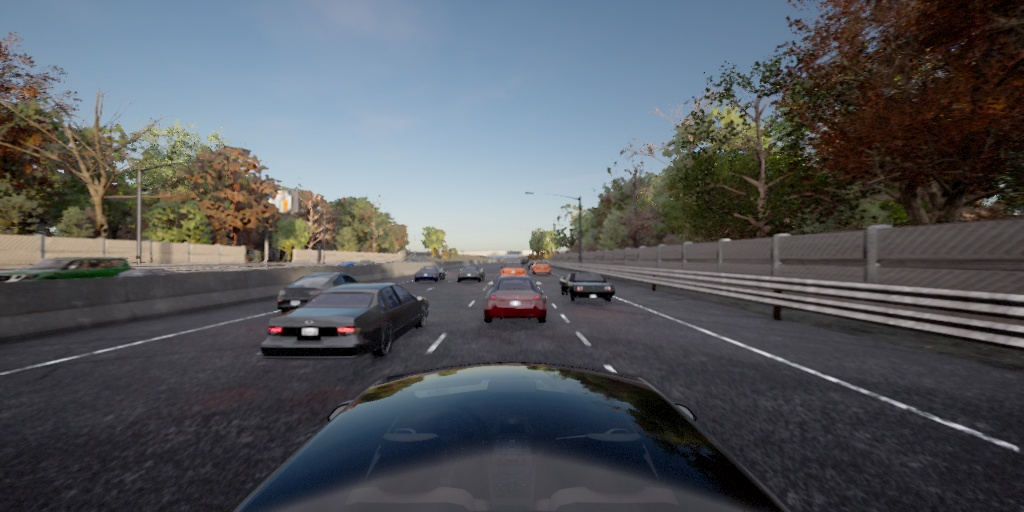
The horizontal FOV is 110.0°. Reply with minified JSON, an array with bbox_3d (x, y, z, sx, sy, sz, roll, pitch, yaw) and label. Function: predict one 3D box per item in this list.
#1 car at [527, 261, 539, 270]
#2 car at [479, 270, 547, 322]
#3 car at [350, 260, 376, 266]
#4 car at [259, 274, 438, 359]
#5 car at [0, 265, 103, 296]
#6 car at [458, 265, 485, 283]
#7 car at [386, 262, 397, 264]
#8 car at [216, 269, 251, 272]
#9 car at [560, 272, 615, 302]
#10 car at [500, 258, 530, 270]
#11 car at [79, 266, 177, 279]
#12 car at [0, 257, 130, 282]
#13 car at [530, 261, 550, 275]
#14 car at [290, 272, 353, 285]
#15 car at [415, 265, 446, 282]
[{"bbox_3d":[3.500,1.601,60.238,1.837,1.490,4.892,0,0,0],"label":"car"},{"bbox_3d":[0.100,1.376,12.583,1.994,1.385,4.181,0,0,0],"label":"car"},{"bbox_3d":[-24.528,1.450,59.895,2.097,1.767,4.553,0,0,1],"label":"car"},{"bbox_3d":[-3.401,1.336,8.542,2.033,1.411,5.357,0,0,0],"label":"car"},{"bbox_3d":[-28.097,1.353,21.267,2.128,1.511,4.902,0,0,0],"label":"car"},{"bbox_3d":[-3.396,1.480,30.447,1.994,1.385,4.181,0,0,0],"label":"car"},{"bbox_3d":[-21.013,1.710,61.676,1.895,1.301,4.718,0,0,0],"label":"car"},{"bbox_3d":[-17.599,1.469,22.399,1.895,1.301,4.718,0,0,0],"label":"car"},{"bbox_3d":[3.502,1.441,17.626,1.895,1.301,4.718,0,0,0],"label":"car"},{"bbox_3d":[0.100,1.264,29.667,2.097,1.767,4.553,0,0,0],"label":"car"},{"bbox_3d":[-21.098,1.421,20.476,1.994,1.385,4.181,0,0,0],"label":"car"},{"bbox_3d":[-24.599,1.074,20.009,2.150,2.045,5.566,0,0,0],"label":"car"},{"bbox_3d":[3.502,1.350,44.181,2.097,1.767,4.553,0,0,0],"label":"car"},{"bbox_3d":[-6.896,1.344,13.717,1.812,1.442,4.674,0,0,0],"label":"car"},{"bbox_3d":[-6.896,1.481,30.608,1.994,1.385,4.181,0,0,0],"label":"car"}]
